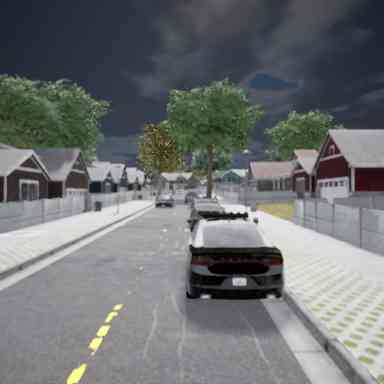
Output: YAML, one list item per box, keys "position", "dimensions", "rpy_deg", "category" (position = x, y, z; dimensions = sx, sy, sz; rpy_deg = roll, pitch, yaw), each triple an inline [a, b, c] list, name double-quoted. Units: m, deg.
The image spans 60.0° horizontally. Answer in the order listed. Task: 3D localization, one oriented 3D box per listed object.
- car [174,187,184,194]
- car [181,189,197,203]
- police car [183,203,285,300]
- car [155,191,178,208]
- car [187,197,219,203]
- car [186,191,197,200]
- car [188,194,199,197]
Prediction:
- position: [-2.875, -0.164, 78.258]
  dimensions: [2.150, 2.045, 5.566]
  rpy_deg: [0, 1, 0]
  category: "car"
- position: [-0.040, 0.773, 46.081]
  dimensions: [2.128, 1.511, 4.902]
  rpy_deg: [0, 1, 0]
  category: "car"
- position: [0.811, 1.297, 8.288]
  dimensions: [1.930, 1.638, 5.238]
  rpy_deg: [0, 1, 0]
  category: "police car"
- position: [-2.906, 0.983, 36.250]
  dimensions: [2.033, 1.411, 5.357]
  rpy_deg: [0, 1, 0]
  category: "car"
- position: [0.795, 1.224, 18.181]
  dimensions: [1.837, 1.490, 4.892]
  rpy_deg: [0, 1, 0]
  category: "car"
- position: [-0.095, 0.587, 60.477]
  dimensions: [1.812, 1.442, 4.674]
  rpy_deg: [0, 1, 0]
  category: "car"
- position: [0.786, 1.130, 24.181]
  dimensions: [1.837, 1.490, 4.892]
  rpy_deg: [0, 1, 0]
  category: "car"
